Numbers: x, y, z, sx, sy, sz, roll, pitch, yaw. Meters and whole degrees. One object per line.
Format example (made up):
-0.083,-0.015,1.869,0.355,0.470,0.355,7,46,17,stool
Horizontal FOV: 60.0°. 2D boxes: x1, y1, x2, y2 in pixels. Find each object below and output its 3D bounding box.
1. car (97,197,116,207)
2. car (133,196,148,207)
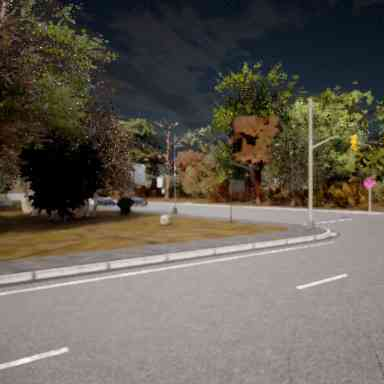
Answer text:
-13.524,1.510,51.802,2.033,1.411,5.357,0,0,-38,car
-8.552,1.462,51.130,1.837,1.490,4.892,0,0,-38,car
